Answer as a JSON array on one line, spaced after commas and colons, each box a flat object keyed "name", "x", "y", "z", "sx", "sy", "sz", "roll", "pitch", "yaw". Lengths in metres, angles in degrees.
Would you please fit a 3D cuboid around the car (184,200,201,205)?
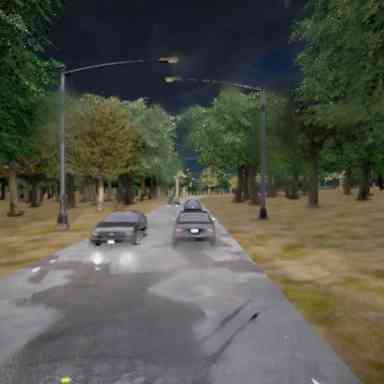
[{"name": "car", "x": 0.078, "y": 1.551, "z": 37.733, "sx": 1.994, "sy": 1.385, "sz": 4.181, "roll": 0, "pitch": 0, "yaw": 0}]

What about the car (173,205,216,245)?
[{"name": "car", "x": 0.092, "y": 1.537, "z": 15.312, "sx": 2.033, "sy": 1.411, "sz": 5.357, "roll": 0, "pitch": 0, "yaw": 0}]

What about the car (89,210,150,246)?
[{"name": "car", "x": -3.109, "y": 1.537, "z": 15.431, "sx": 2.033, "sy": 1.411, "sz": 5.357, "roll": 0, "pitch": 0, "yaw": 0}]

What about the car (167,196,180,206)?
[{"name": "car", "x": -3.086, "y": 1.506, "z": 56.525, "sx": 1.837, "sy": 1.490, "sz": 4.892, "roll": 0, "pitch": 0, "yaw": 0}]
